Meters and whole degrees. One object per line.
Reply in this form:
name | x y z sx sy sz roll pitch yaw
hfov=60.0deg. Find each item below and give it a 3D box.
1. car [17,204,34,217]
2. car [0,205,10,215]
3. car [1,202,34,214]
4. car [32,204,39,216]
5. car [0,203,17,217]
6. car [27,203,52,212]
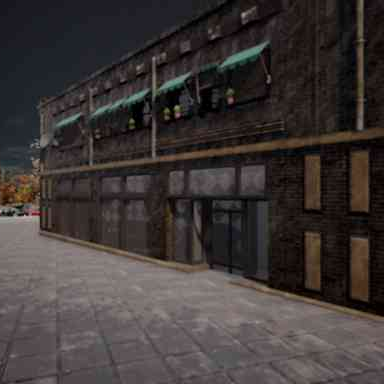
car | -25.489 2.861 47.037 4.792 1.488 2.163 0 -2 18
car | -35.175 3.139 58.873 5.366 1.575 1.946 0 -2 18
car | -33.618 3.059 64.238 5.566 2.045 2.435 0 -2 18
car | -24.666 2.974 49.699 4.792 1.488 2.163 0 -2 18
car | -26.362 2.584 44.400 4.553 1.767 2.185 0 -3 18
car | -31.863 3.319 69.531 4.553 1.767 2.185 0 -1 18
